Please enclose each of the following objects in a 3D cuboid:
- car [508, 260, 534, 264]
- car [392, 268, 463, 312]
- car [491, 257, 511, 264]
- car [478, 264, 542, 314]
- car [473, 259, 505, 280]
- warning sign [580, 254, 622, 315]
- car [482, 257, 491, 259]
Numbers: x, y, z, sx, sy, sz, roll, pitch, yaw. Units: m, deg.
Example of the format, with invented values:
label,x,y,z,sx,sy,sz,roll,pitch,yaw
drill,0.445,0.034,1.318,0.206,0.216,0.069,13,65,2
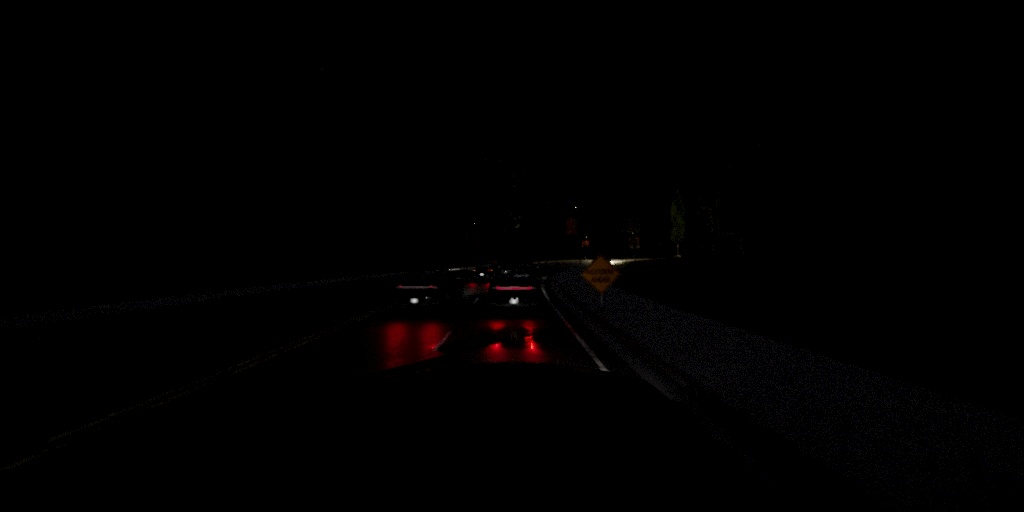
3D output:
label,x,y,z,sx,sy,sz,roll,pitch,yaw
car,1.092,1.201,28.831,1.837,1.490,4.892,0,1,7
car,-3.119,1.229,14.085,2.128,1.511,4.902,0,0,1
car,-0.876,1.171,52.754,2.033,1.411,5.357,0,0,16
car,0.122,1.228,13.810,2.128,1.511,4.902,0,0,1
car,-2.042,1.225,29.956,1.812,1.442,4.674,0,0,7
warning sign,2.847,0.856,11.373,1.300,1.860,1.060,0,0,0
car,-3.772,0.992,54.228,2.097,1.767,4.553,0,0,17
